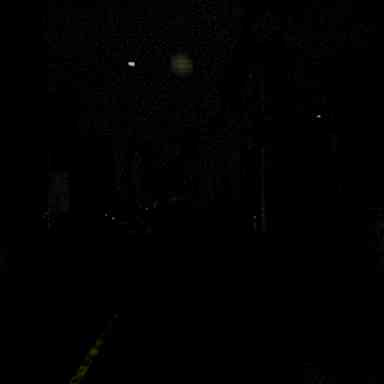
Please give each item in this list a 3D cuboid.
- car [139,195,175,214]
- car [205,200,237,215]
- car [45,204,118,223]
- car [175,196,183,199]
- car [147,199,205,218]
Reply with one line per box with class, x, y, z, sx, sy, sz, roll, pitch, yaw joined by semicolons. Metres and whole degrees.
car;-4.349;1.502;40.114;2.150;2.045;5.566;-3;0;17
car;2.789;1.644;37.971;4.553;1.767;2.097;0;-3;32
car;-8.462;1.631;25.399;5.357;1.411;2.033;-1;-2;12
car;-2.897;1.784;52.982;1.882;1.535;5.008;0;0;0
car;-1.525;1.687;32.736;5.008;1.535;1.882;0;-1;-1
